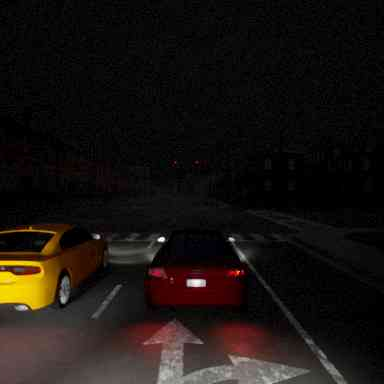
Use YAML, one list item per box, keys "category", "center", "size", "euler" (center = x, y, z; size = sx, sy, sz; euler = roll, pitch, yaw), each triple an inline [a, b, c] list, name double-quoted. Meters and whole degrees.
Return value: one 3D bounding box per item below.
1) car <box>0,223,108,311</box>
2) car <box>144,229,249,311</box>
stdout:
- category: "car"
  center: [-3.385, 1.476, 7.860]
  size: [1.882, 1.535, 5.008]
  euler: [0, 0, 0]
- category: "car"
  center: [0.107, 1.562, 7.828]
  size: [1.994, 1.385, 4.181]
  euler: [0, 0, 1]
